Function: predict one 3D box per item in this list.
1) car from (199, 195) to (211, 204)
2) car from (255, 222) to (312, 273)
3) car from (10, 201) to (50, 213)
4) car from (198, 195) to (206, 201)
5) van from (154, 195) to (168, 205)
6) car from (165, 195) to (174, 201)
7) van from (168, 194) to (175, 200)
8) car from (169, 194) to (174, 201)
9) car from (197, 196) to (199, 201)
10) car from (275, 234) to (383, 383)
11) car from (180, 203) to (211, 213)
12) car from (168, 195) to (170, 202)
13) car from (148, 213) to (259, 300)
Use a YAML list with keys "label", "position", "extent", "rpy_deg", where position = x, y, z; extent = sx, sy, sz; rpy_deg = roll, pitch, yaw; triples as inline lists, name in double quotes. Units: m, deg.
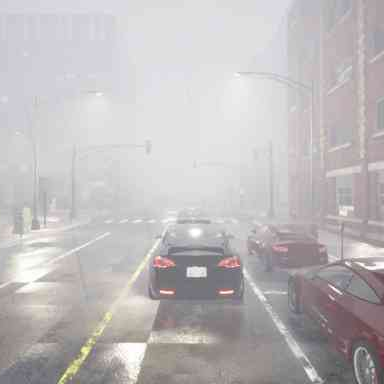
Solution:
- label: "car"
  position: [2.580, 1.544, 59.796]
  extent: [1.752, 1.417, 4.829]
  rpy_deg: [1, 0, 0]
- label: "car"
  position: [2.816, 1.585, 10.372]
  extent: [1.802, 1.307, 4.206]
  rpy_deg: [1, 0, 0]
- label: "car"
  position: [-18.790, 1.730, 38.711]
  extent: [4.313, 1.339, 1.947]
  rpy_deg: [0, -1, 0]
- label: "car"
  position: [2.522, 1.597, 87.887]
  extent: [1.947, 1.339, 4.313]
  rpy_deg: [1, 0, 0]
- label: "van"
  position: [-5.797, 1.359, 59.648]
  extent: [1.690, 1.788, 3.998]
  rpy_deg: [1, 0, 0]
- label: "car"
  position: [-5.858, 1.582, 87.909]
  extent: [2.008, 1.369, 4.403]
  rpy_deg: [1, 0, 0]
- label: "van"
  position: [-5.866, 1.375, 93.561]
  extent: [1.690, 1.788, 3.998]
  rpy_deg: [1, 0, 0]
- label: "car"
  position: [-5.835, 1.607, 76.604]
  extent: [1.802, 1.307, 4.206]
  rpy_deg: [1, 0, 0]
- label: "car"
  position: [2.534, 1.573, 82.236]
  extent: [1.887, 1.381, 4.507]
  rpy_deg: [1, 0, 0]
- label: "car"
  position: [2.658, 1.583, 4.716]
  extent: [1.802, 1.307, 4.206]
  rpy_deg: [1, 0, 0]
- label: "car"
  position: [0.065, 1.552, 17.686]
  extent: [2.033, 1.411, 5.357]
  rpy_deg: [0, 0, -1]
- label: "car"
  position: [-5.812, 1.602, 65.300]
  extent: [1.802, 1.307, 4.206]
  rpy_deg: [1, 0, 0]
- label: "car"
  position: [0.083, 1.506, 8.414]
  extent: [2.163, 1.488, 4.792]
  rpy_deg: [0, 0, 0]
